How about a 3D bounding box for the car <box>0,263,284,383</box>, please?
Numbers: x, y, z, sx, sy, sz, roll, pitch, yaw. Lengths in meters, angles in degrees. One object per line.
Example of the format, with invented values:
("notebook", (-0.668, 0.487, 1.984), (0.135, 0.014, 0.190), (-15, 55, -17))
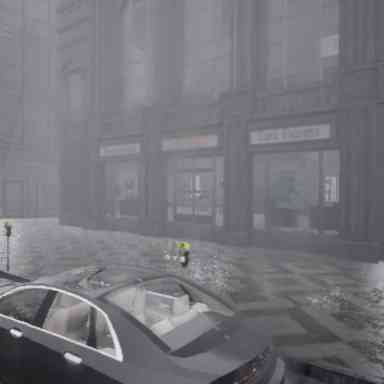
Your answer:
("car", (-1.205, 1.530, 3.819), (4.403, 1.369, 2.008), (0, 0, 35))
